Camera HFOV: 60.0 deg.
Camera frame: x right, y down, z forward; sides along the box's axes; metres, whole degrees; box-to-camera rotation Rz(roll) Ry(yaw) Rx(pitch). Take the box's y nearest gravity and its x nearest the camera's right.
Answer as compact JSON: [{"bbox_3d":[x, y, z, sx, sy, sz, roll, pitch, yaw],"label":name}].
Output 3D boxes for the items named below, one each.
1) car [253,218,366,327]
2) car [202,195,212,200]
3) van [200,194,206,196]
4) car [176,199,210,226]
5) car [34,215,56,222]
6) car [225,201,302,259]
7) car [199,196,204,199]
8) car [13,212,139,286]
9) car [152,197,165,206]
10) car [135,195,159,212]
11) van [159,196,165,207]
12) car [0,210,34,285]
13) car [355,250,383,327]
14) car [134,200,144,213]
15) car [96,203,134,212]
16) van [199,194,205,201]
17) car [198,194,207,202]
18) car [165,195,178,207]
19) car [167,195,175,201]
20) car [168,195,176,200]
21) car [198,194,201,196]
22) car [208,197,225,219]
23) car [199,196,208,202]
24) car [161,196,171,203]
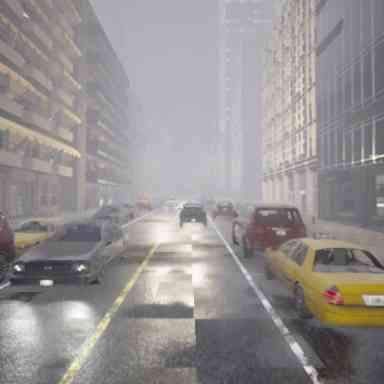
[{"bbox_3d":[2.703,1.533,7.119,1.752,1.417,4.829,1,0,0],"label":"car"},{"bbox_3d":[2.689,1.632,51.331,1.802,1.307,4.206,1,0,0],"label":"car"},{"bbox_3d":[2.693,1.396,56.879,1.690,1.788,3.998,1,0,0],"label":"van"},{"bbox_3d":[0.091,1.531,23.557,1.837,1.490,4.892,0,0,0],"label":"car"},{"bbox_3d":[-5.646,1.538,12.232,1.752,1.417,4.829,1,0,0],"label":"car"},{"bbox_3d":[2.705,1.328,12.497,2.192,1.841,5.009,1,0,0],"label":"car"},{"bbox_3d":[0.080,1.589,42.363,2.033,1.411,5.357,0,0,0],"label":"car"},{"bbox_3d":[-3.103,1.557,9.761,2.033,1.411,5.357,0,0,0],"label":"car"},{"bbox_3d":[-5.660,1.637,56.776,1.802,1.307,4.206,1,0,0],"label":"car"},{"bbox_3d":[-5.649,1.355,40.136,2.192,1.841,5.009,1,0,0],"label":"car"},{"bbox_3d":[-5.653,1.391,51.229,1.690,1.788,3.998,1,0,0],"label":"van"},{"bbox_3d":[-5.640,1.322,6.855,2.192,1.841,5.009,1,0,0],"label":"car"},{"bbox_3d":[2.706,1.442,1.401,1.967,1.590,4.097,1,0,0],"label":"car"},{"bbox_3d":[-5.652,1.611,29.043,1.802,1.307,4.206,1,0,0],"label":"car"},{"bbox_3d":[-5.650,1.590,23.496,1.947,1.339,4.313,1,0,0],"label":"car"},{"bbox_3d":[2.683,1.425,89.565,1.690,1.788,3.998,1,0,0],"label":"van"},{"bbox_3d":[2.685,1.394,84.057,2.192,1.841,5.009,1,0,0],"label":"car"},{"bbox_3d":[-3.092,1.575,51.461,1.812,1.442,4.674,0,0,0],"label":"car"},{"bbox_3d":[-5.700,1.609,89.362,1.752,1.417,4.829,1,0,0],"label":"car"},{"bbox_3d":[-5.702,1.614,94.874,1.752,1.417,4.829,1,0,0],"label":"car"},{"bbox_3d":[2.683,1.652,73.522,1.802,1.307,4.206,1,0,0],"label":"car"},{"bbox_3d":[2.698,1.470,29.140,1.967,1.590,4.097,1,0,0],"label":"car"},{"bbox_3d":[2.681,1.656,78.550,1.802,1.307,4.206,1,0,0],"label":"car"},{"bbox_3d":[-5.664,1.651,73.416,1.802,1.307,4.206,1,0,0],"label":"car"}]
